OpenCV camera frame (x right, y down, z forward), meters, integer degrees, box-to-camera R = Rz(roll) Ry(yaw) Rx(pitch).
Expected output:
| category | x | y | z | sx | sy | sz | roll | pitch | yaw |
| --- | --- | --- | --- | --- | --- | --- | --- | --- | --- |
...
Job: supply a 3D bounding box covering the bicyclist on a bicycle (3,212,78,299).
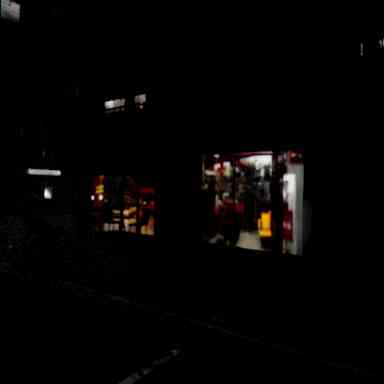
| category | x | y | z | sx | sy | sz | roll | pitch | yaw |
| --- | --- | --- | --- | --- | --- | --- | --- | --- | --- |
| bicyclist on a bicycle | -3.054 | 1.177 | 6.729 | 0.582 | 1.620 | 1.656 | 2 | 11 | 35 |
